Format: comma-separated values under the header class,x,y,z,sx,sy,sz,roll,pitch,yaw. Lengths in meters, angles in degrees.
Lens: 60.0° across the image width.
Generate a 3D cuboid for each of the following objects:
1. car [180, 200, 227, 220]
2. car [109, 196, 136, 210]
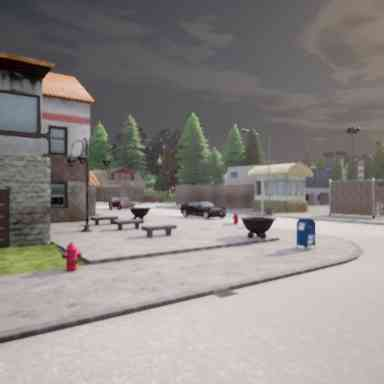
class,x,y,z,sx,sy,sz,roll,pitch,yaw
car,0.926,1.481,28.903,1.882,1.535,5.008,0,0,-35
car,-8.973,1.354,42.916,2.097,1.767,4.553,0,0,-35
